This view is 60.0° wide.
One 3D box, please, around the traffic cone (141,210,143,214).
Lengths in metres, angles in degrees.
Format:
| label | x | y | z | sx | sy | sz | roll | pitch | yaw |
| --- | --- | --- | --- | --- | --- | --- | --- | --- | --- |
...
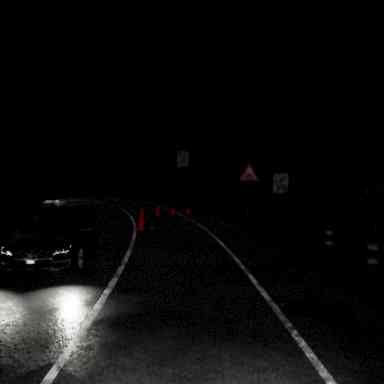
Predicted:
| label | x | y | z | sx | sy | sz | roll | pitch | yaw |
| --- | --- | --- | --- | --- | --- | --- | --- | --- | --- |
| traffic cone | -2.691 | 1.411 | 17.726 | 0.340 | 0.580 | 0.340 | -1 | 2 | -8 |

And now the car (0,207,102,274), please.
| label | x | y | z | sx | sy | sz | roll | pitch | yaw |
| --- | --- | --- | --- | --- | --- | --- | --- | --- | --- |
| car | -3.916 | 1.264 | 9.969 | 1.837 | 1.490 | 4.892 | 0 | 2 | -6 |

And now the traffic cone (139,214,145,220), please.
| label | x | y | z | sx | sy | sz | roll | pitch | yaw |
| --- | --- | --- | --- | --- | --- | --- | --- | --- | --- |
| traffic cone | -2.417 | 1.484 | 15.746 | 0.340 | 0.580 | 0.340 | -1 | 2 | -8 |

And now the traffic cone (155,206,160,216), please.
| label | x | y | z | sx | sy | sz | roll | pitch | yaw |
| --- | --- | --- | --- | --- | --- | --- | --- | --- | --- |
| traffic cone | -2.250 | 1.234 | 21.812 | 0.340 | 0.580 | 0.340 | -2 | 2 | -7 |

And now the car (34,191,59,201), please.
| label | x | y | z | sx | sy | sz | roll | pitch | yaw |
| --- | --- | --- | --- | --- | --- | --- | --- | --- | --- |
| car | -20.638 | 0.512 | 47.115 | 1.895 | 1.301 | 4.718 | -7 | 4 | -44 |

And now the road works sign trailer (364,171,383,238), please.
| label | x | y | z | sx | sy | sz | roll | pitch | yaw |
| --- | --- | --- | --- | --- | --- | --- | --- | --- | --- |
| road works sign trailer | 7.398 | 0.686 | 10.789 | 2.380 | 2.880 | 3.560 | 43 | 2 | -1 |

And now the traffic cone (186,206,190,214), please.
| label | x | y | z | sx | sy | sz | roll | pitch | yaw |
| --- | --- | --- | --- | --- | --- | --- | --- | --- | --- |
| traffic cone | -0.268 | 1.181 | 22.074 | 0.340 | 0.580 | 0.340 | -2 | 3 | -9 |

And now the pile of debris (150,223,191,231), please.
| label | x | y | z | sx | sy | sz | roll | pitch | yaw |
| --- | --- | --- | --- | --- | --- | --- | --- | --- | --- |
| pile of debris | -1.066 | 1.668 | 15.941 | 1.860 | 0.140 | 1.500 | -1 | 2 | -8 |
